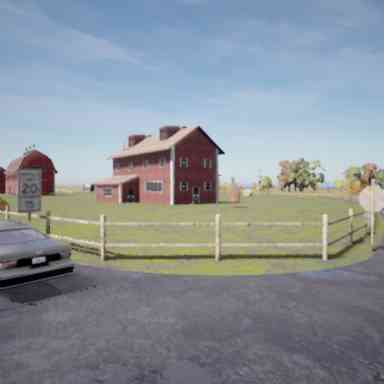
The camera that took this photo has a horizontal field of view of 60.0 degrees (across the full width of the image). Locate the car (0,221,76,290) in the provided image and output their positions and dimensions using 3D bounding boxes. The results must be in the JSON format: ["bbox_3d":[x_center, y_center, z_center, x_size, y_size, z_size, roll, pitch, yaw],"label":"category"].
[{"bbox_3d":[-5.162,1.466,8.573,5.357,1.411,2.033,0,1,39],"label":"car"}]

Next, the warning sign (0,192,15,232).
[{"bbox_3d":[-9.434,0.954,15.998,1.060,1.860,1.300,1,1,42],"label":"warning sign"}]
